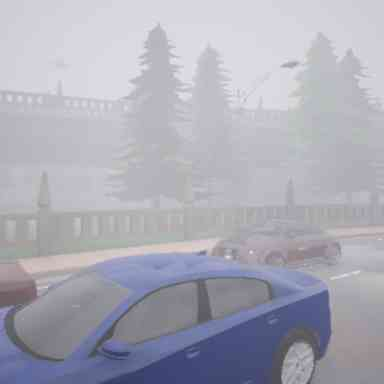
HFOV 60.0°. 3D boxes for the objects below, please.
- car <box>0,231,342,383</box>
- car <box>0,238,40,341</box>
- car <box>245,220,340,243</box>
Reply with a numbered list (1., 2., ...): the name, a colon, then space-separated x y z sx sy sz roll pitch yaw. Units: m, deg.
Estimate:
1. car: -0.548 1.477 3.570 5.008 1.535 1.882 0 0 -35
2. car: -4.921 1.603 4.758 4.718 1.301 1.895 0 0 -35
3. car: 2.605 1.559 10.019 4.181 1.385 1.994 0 0 -34
